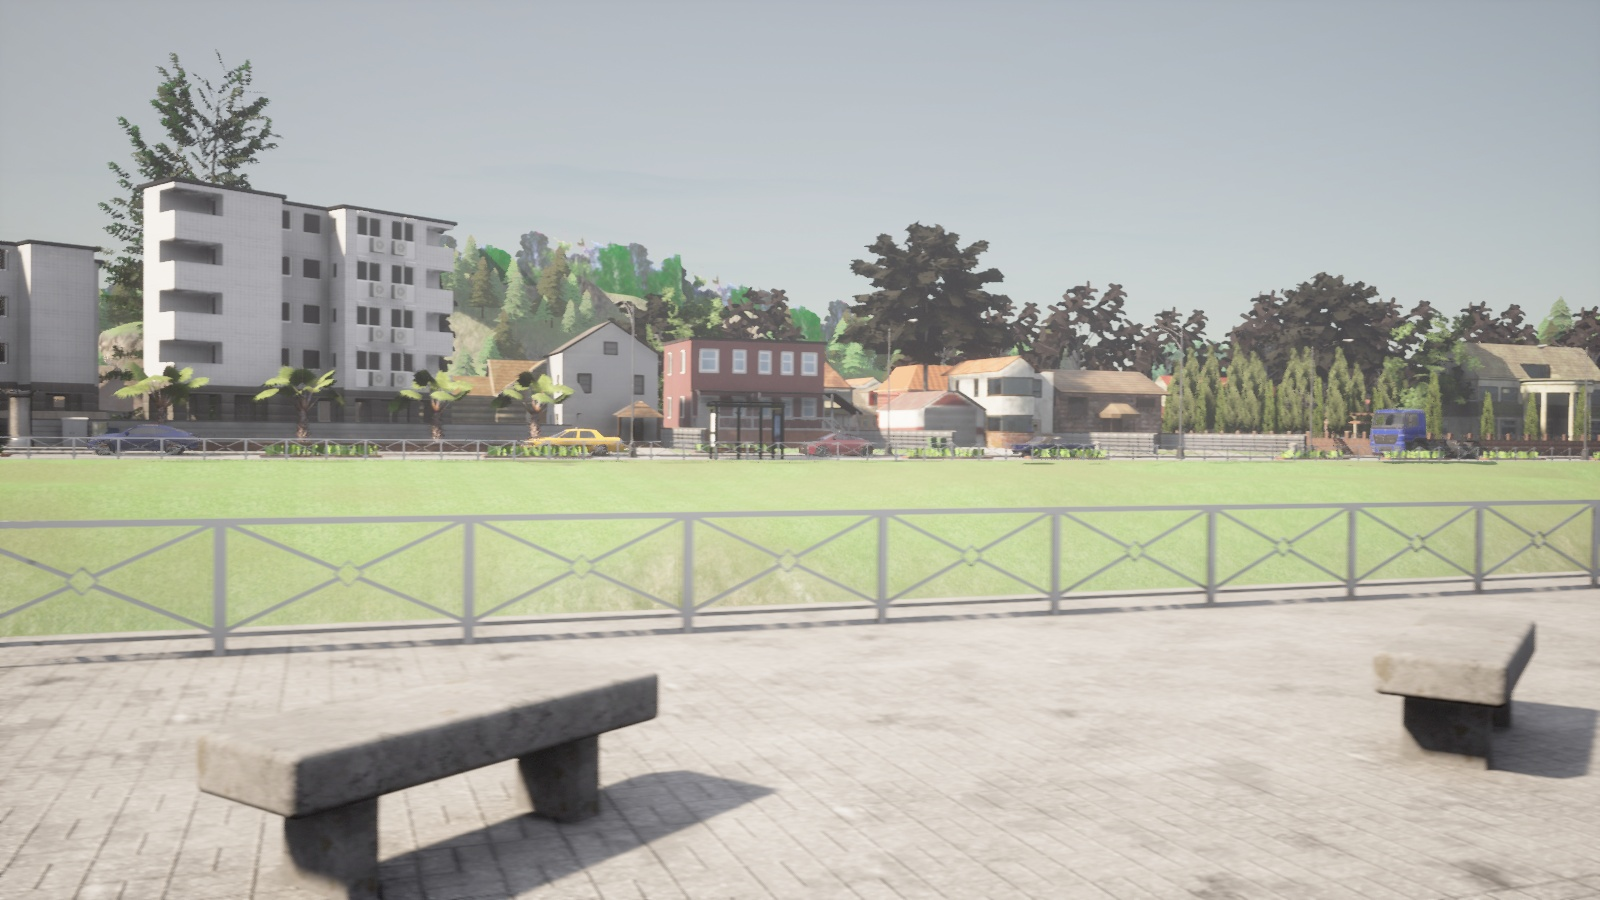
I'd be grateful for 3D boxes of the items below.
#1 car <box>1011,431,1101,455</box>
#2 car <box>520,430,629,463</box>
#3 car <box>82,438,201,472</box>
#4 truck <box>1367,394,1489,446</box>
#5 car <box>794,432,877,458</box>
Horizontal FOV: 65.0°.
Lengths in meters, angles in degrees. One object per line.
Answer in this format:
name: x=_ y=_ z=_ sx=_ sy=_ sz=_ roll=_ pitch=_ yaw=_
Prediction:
car: x=14.475 y=-0.413 z=70.992 sx=4.718 sy=1.301 sz=1.895 roll=-1 pitch=1 yaw=-21
car: x=-11.728 y=-0.199 z=65.327 sx=5.366 sy=1.575 sz=1.801 roll=-1 pitch=1 yaw=-21
car: x=-30.445 y=0.206 z=58.227 sx=4.674 sy=1.442 sz=1.812 roll=-1 pitch=1 yaw=-21
truck: x=43.085 y=-2.051 z=86.112 sx=7.936 sy=3.462 sz=2.891 roll=-1 pitch=1 yaw=-21
car: x=1.972 y=-0.307 z=70.526 sx=4.181 sy=1.385 sz=1.994 roll=-1 pitch=1 yaw=-21
